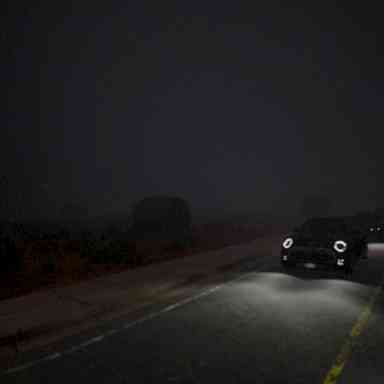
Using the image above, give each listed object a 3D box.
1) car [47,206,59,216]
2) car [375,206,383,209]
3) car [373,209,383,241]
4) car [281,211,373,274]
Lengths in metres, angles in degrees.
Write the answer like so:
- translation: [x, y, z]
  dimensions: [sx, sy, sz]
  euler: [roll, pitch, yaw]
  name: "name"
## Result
- translation: [-29.788, 3.996, 71.380]
  dimensions: [1.905, 1.878, 3.866]
  euler: [5, -1, -11]
  name: "car"
- translation: [16.293, 2.013, 28.109]
  dimensions: [2.097, 1.767, 4.553]
  euler: [-2, -2, 35]
  name: "car"
- translation: [10.517, 1.986, 19.903]
  dimensions: [1.837, 1.490, 4.892]
  euler: [-2, -2, 35]
  name: "car"
- translation: [4.810, 1.655, 11.790]
  dimensions: [2.097, 1.767, 4.553]
  euler: [-2, -2, 35]
  name: "car"
